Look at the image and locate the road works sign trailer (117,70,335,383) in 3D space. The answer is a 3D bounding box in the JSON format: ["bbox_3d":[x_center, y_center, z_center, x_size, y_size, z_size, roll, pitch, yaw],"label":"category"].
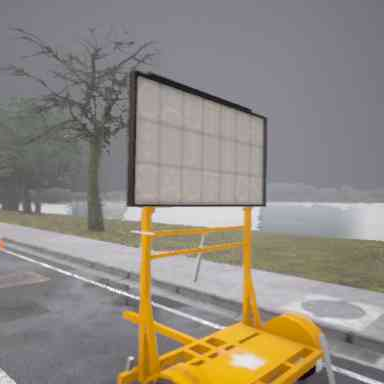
[{"bbox_3d":[0.045,0.581,4.177,2.880,3.560,2.380,0,-2,44],"label":"road works sign trailer"}]

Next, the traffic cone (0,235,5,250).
[{"bbox_3d":[-8.246,2.165,14.301,0.340,0.580,0.340,0,-2,44],"label":"traffic cone"}]
